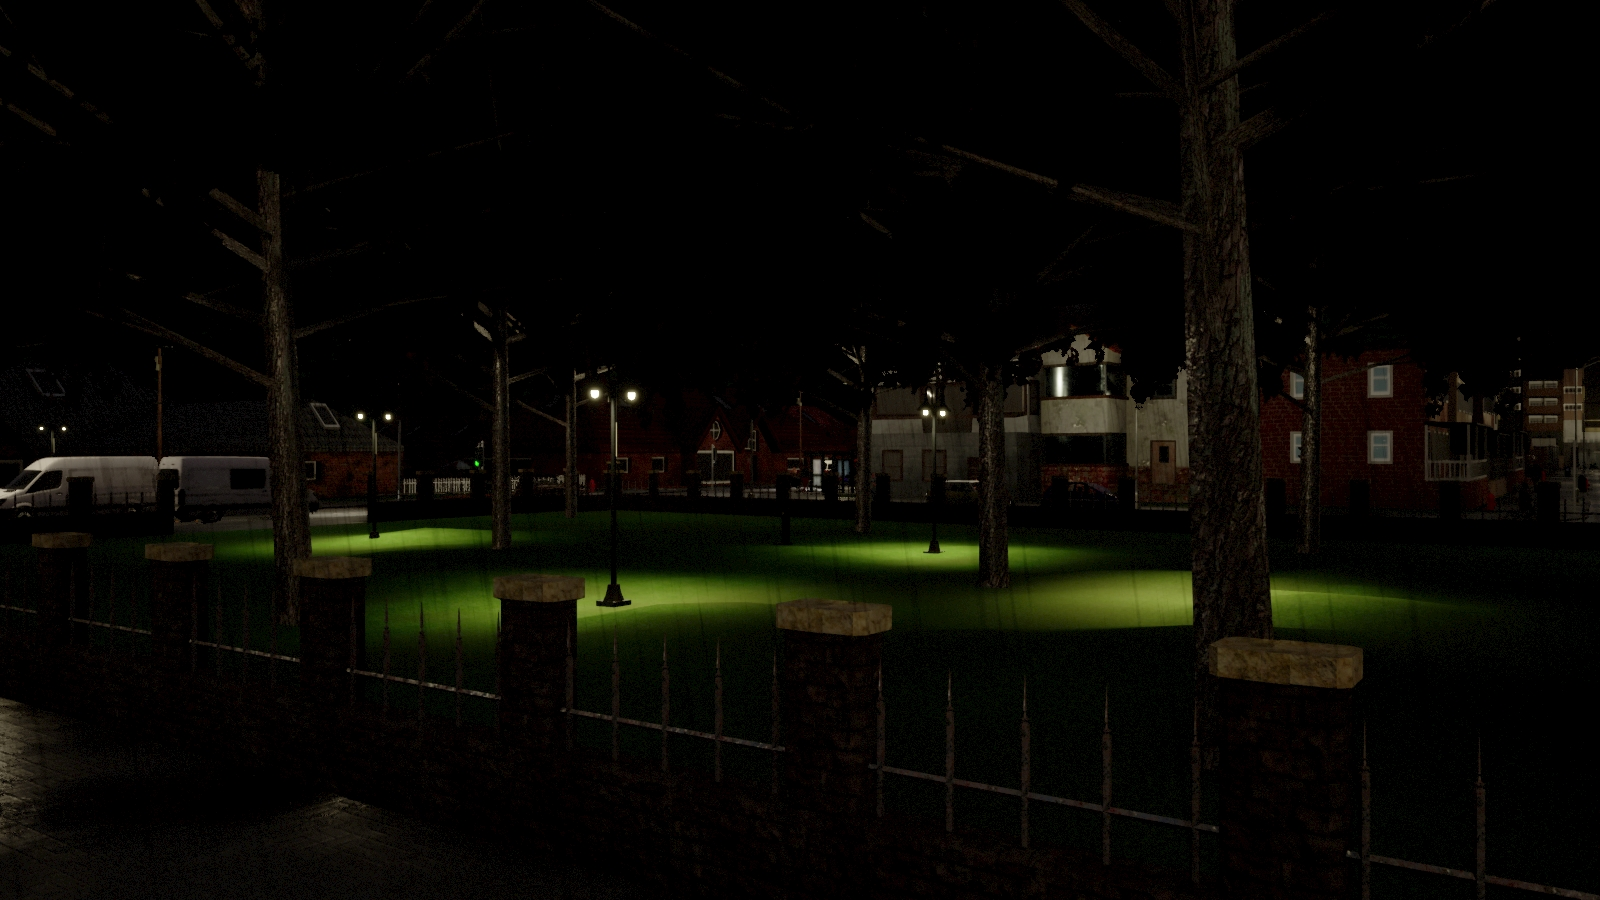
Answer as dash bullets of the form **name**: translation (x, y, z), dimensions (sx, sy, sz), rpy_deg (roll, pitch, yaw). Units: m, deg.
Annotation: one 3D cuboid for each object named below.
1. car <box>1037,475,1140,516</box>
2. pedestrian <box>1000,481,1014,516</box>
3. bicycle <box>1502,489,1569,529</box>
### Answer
- **car**: translation (11.752, 1.818, 46.570), dimensions (3.633, 1.501, 1.845), rpy_deg (0, 0, 35)
- **pedestrian**: translation (7.747, 1.804, 42.785), dimensions (0.375, 1.300, 0.375), rpy_deg (0, 0, 34)
- **bicycle**: translation (24.305, 1.940, 37.765), dimensions (1.835, 1.271, 0.329), rpy_deg (0, 0, 35)
